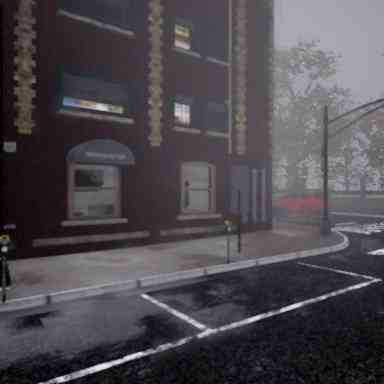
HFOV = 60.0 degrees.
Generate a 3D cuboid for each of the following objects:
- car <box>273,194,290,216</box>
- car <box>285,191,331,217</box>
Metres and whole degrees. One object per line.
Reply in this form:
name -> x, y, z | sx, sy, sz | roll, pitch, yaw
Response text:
car -> 5.268, 1.139, 27.734 | 1.882, 1.535, 5.008 | 0, 1, -36
car -> 8.926, 0.924, 28.279 | 2.150, 2.045, 5.566 | 0, 1, -37
